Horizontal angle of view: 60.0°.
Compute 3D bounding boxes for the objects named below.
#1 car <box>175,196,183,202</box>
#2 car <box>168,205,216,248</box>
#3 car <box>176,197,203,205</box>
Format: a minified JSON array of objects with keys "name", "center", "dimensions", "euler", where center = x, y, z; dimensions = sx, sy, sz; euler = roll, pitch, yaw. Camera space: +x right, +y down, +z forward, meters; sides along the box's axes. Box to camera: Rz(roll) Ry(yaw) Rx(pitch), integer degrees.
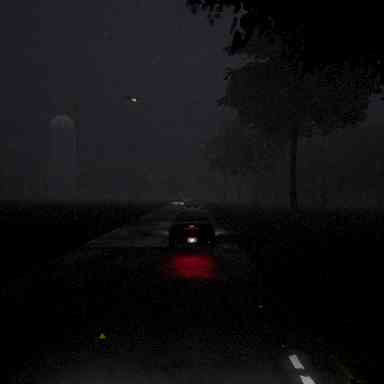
[{"name":"car","center":[-2.811,1.537,75.938],"dimensions":[1.882,1.535,5.008],"euler":[0,0,0]},{"name":"car","center":[0.000,1.519,14.653],"dimensions":[1.837,1.490,4.892],"euler":[0,0,0]},{"name":"car","center":[0.000,1.514,29.655],"dimensions":[2.128,1.511,4.902],"euler":[0,0,0]}]
